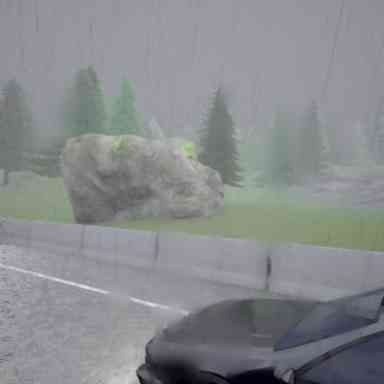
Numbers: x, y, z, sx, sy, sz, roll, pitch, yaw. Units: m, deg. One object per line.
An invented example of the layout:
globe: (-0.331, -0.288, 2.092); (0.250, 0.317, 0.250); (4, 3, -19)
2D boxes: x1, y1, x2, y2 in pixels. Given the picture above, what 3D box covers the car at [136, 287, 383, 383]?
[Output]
car: (2.052, 1.542, 2.538); (5.357, 1.411, 2.033); (0, 0, 35)
